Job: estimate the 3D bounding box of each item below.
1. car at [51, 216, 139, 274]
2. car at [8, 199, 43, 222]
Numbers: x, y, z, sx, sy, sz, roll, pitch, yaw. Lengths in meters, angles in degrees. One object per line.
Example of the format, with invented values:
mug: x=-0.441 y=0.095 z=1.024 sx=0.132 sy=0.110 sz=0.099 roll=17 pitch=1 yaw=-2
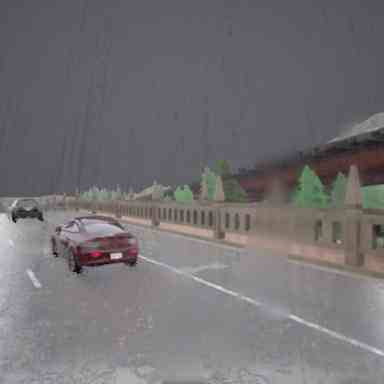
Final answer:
car: x=-3.226 y=1.509 z=10.668 sx=1.812 sy=1.442 sz=4.674 roll=0 pitch=0 yaw=-33
car: x=-13.284 y=1.334 z=26.417 sx=2.097 sy=1.767 sz=4.553 roll=0 pitch=0 yaw=-33
